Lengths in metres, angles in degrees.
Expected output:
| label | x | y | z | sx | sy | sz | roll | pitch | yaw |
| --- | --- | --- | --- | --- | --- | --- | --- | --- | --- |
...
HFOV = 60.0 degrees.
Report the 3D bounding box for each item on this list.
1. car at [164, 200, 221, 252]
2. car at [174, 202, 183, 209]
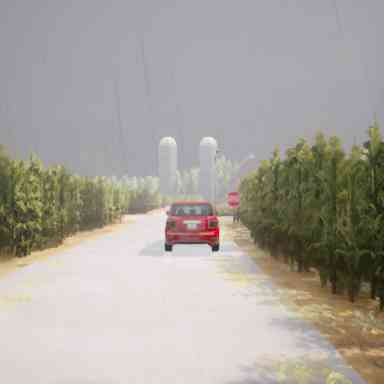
| label | x | y | z | sx | sy | sz | roll | pitch | yaw |
| --- | --- | --- | --- | --- | --- | --- | --- | --- | --- |
| car | 0.000 | 1.414 | 14.704 | 2.150 | 2.045 | 5.566 | 0 | -2 | 0 |
| car | -3.100 | 3.085 | 77.802 | 1.882 | 1.535 | 5.008 | 0 | -1 | 0 |
